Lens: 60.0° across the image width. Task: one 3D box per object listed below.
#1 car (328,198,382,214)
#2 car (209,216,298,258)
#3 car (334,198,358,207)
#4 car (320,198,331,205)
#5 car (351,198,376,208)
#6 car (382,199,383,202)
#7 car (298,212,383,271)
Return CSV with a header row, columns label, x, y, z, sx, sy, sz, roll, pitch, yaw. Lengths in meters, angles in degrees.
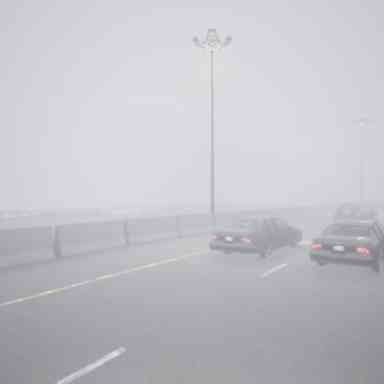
label,x,y,z,sx,sy,sz,roll,pitch,yaw
car,12.496,1.558,25.325,2.097,1.767,4.553,-1,-1,43
car,2.765,1.665,13.383,2.033,1.411,5.357,0,-1,37
car,29.397,1.998,63.479,5.008,1.535,1.882,0,-1,-36
car,27.590,2.028,66.495,5.008,1.535,1.882,0,-1,-36
car,31.205,1.968,60.497,5.008,1.535,1.882,0,-1,-35
car,32.596,1.983,57.189,4.674,1.442,1.812,0,-1,-35
car,5.608,1.641,11.342,2.033,1.411,5.357,0,-1,37
